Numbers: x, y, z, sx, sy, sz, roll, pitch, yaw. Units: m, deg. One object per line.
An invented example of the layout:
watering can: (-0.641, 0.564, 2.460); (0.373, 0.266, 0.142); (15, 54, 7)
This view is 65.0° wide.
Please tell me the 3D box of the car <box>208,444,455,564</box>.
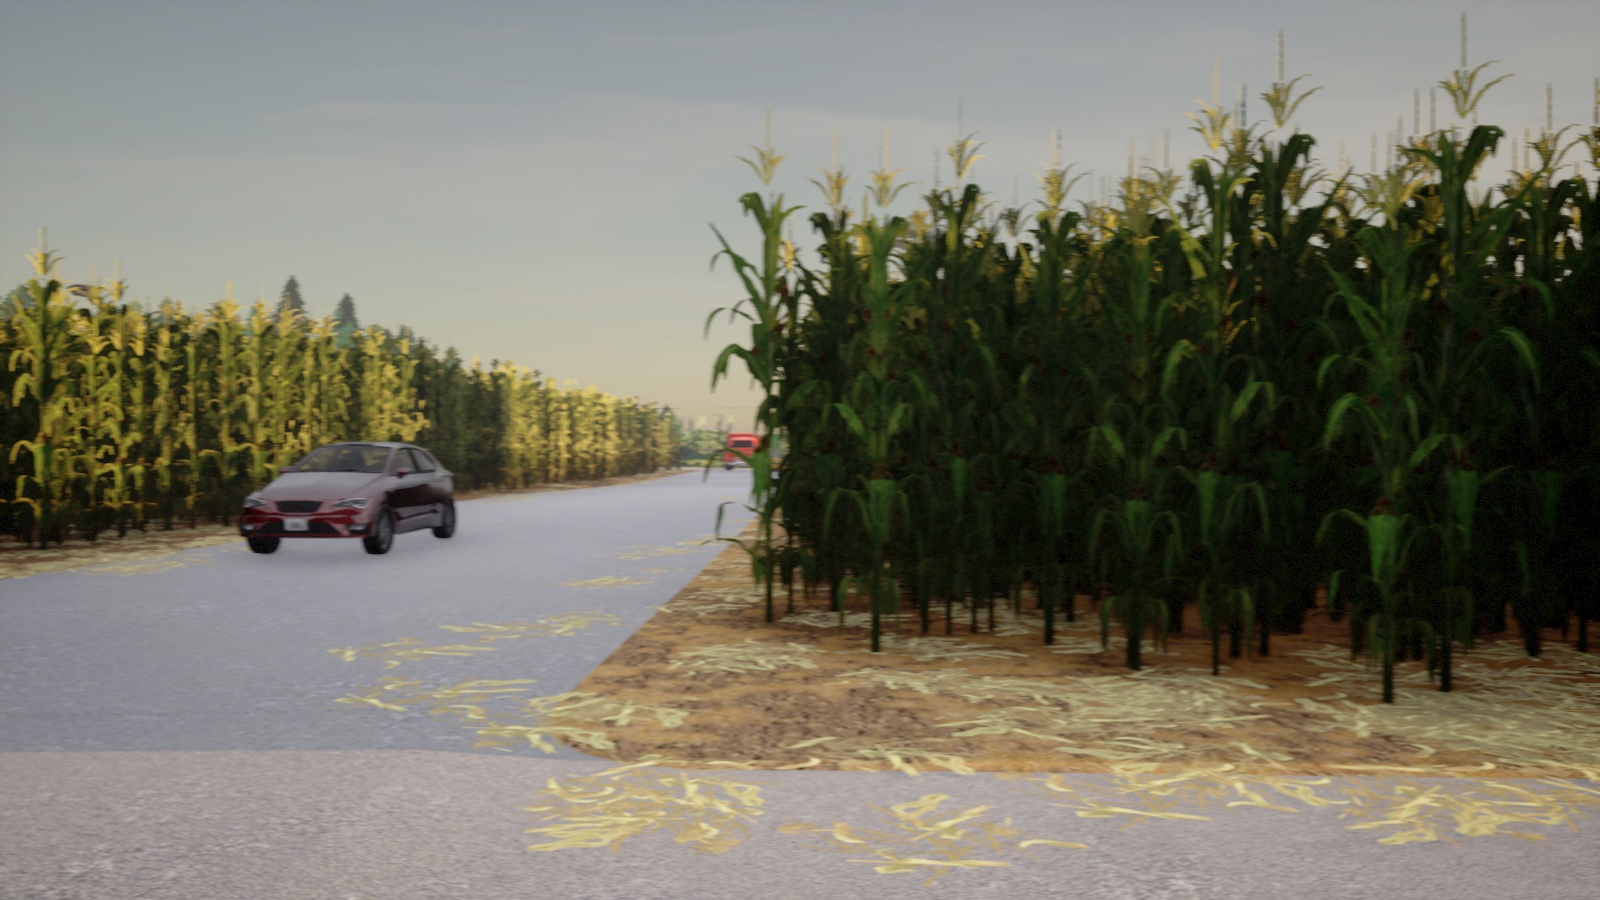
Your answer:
car: (-6.347, 0.658, 17.564); (1.816, 1.474, 4.193); (0, 0, 1)

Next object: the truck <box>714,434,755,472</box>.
truck: (-4.359, 0.181, 83.286); (2.627, 2.467, 5.204); (0, 0, -3)

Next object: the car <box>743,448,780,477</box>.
car: (-2.118, 0.656, 70.562); (1.801, 1.575, 5.366); (0, 0, 1)
